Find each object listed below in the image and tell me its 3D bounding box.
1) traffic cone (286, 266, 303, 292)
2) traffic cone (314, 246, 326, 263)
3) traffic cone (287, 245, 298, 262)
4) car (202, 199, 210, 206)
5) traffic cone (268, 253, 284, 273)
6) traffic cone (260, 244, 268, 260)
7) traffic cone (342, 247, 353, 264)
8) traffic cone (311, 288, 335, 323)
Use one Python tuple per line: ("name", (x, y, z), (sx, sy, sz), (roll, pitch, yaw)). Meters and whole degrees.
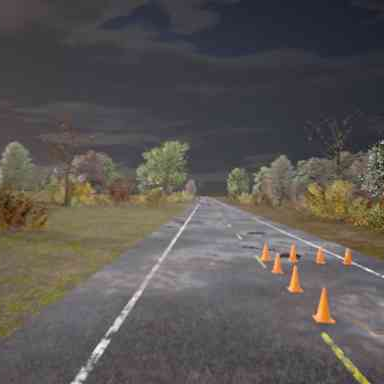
("traffic cone", (2.588, 2.159, 8.352), (0.340, 0.580, 0.340), (2, -1, 2))
("traffic cone", (4.733, 2.290, 12.274), (0.340, 0.580, 0.340), (2, -1, 2))
("traffic cone", (3.734, 2.251, 12.311), (0.340, 0.580, 0.340), (2, -1, 2))
("car", (3.220, 2.482, 79.155), (2.128, 1.511, 4.902), (2, -1, 2))
("traffic cone", (2.661, 2.185, 10.350), (0.340, 0.580, 0.340), (2, -1, 2))
("traffic cone", (2.736, 2.212, 12.349), (0.340, 0.580, 0.340), (2, -1, 2))
("traffic cone", (5.731, 2.330, 12.236), (0.340, 0.580, 0.340), (2, -1, 2))
("traffic cone", (2.514, 2.133, 6.353), (0.340, 0.580, 0.340), (2, -1, 2))
